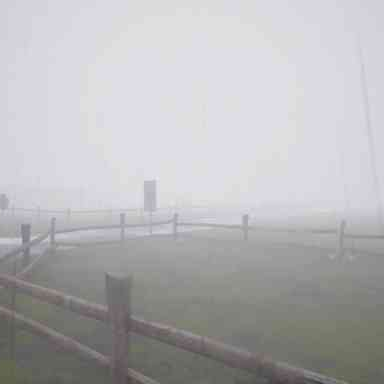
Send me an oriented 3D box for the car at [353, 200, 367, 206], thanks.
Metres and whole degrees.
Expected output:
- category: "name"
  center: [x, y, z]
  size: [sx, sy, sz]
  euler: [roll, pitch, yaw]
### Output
- category: "car"
  center: [42.570, 2.791, 84.961]
  size: [2.128, 1.511, 4.902]
  euler: [-1, -1, 35]
